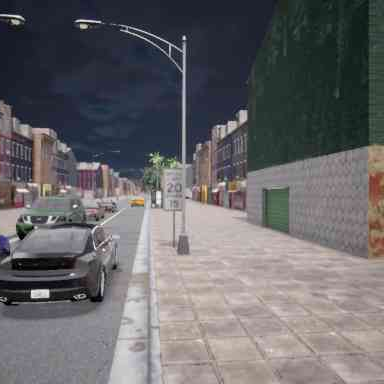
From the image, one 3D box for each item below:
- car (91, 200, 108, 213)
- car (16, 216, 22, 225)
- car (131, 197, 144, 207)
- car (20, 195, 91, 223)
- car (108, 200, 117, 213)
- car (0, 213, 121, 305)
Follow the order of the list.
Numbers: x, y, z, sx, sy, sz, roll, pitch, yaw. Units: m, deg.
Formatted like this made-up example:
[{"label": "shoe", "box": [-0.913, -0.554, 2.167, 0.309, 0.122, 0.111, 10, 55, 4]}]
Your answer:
[{"label": "car", "box": [-8.182, 1.490, 26.764, 1.812, 1.442, 4.674, 0, 0, -7]}, {"label": "car", "box": [-5.693, 1.502, 7.391, 1.812, 1.442, 4.674, 0, 0, -7]}, {"label": "car", "box": [-8.438, 1.452, 51.770, 1.882, 1.535, 5.008, 0, 0, -8]}, {"label": "car", "box": [-6.922, 1.192, 17.022, 2.150, 2.045, 5.566, 0, 0, -7]}, {"label": "car", "box": [-9.424, 1.525, 36.693, 1.994, 1.385, 4.181, 0, 0, -7]}, {"label": "car", "box": [-2.906, 1.491, 8.089, 1.837, 1.490, 4.892, 0, 0, -7]}]
